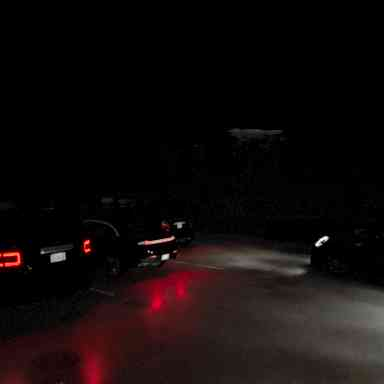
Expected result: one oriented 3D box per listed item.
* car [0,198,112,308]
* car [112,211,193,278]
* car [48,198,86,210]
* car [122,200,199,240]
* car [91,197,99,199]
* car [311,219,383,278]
[{"bbox_3d":[-4.551,1.221,7.228,5.566,2.045,2.150,0,0,33],"label":"car"},{"bbox_3d":[-2.666,1.491,10.154,4.902,1.511,2.128,0,0,36],"label":"car"},{"bbox_3d":[-15.999,1.469,42.652,1.994,1.385,4.181,0,0,41],"label":"car"},{"bbox_3d":[-2.206,1.351,14.123,4.553,1.767,2.097,0,0,35],"label":"car"},{"bbox_3d":[-15.417,1.397,48.404,4.892,1.490,1.837,0,0,-45],"label":"car"},{"bbox_3d":[5.537,1.352,8.642,4.553,1.767,2.097,0,0,36],"label":"car"}]
